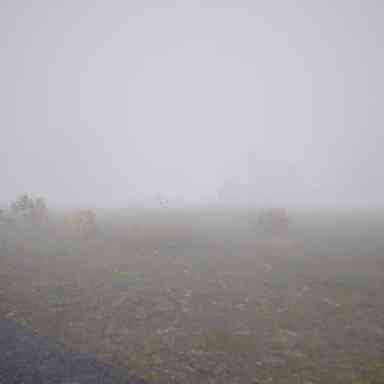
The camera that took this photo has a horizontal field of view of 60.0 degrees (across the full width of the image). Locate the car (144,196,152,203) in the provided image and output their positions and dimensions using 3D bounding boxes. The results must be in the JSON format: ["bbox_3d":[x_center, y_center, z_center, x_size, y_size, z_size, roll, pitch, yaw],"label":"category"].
[{"bbox_3d":[-9.407,1.646,73.604,1.837,1.490,4.892,0,0,34],"label":"car"}]

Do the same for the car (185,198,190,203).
[{"bbox_3d":[-2.528,1.709,71.555,2.033,1.411,5.357,0,0,31],"label":"car"}]
